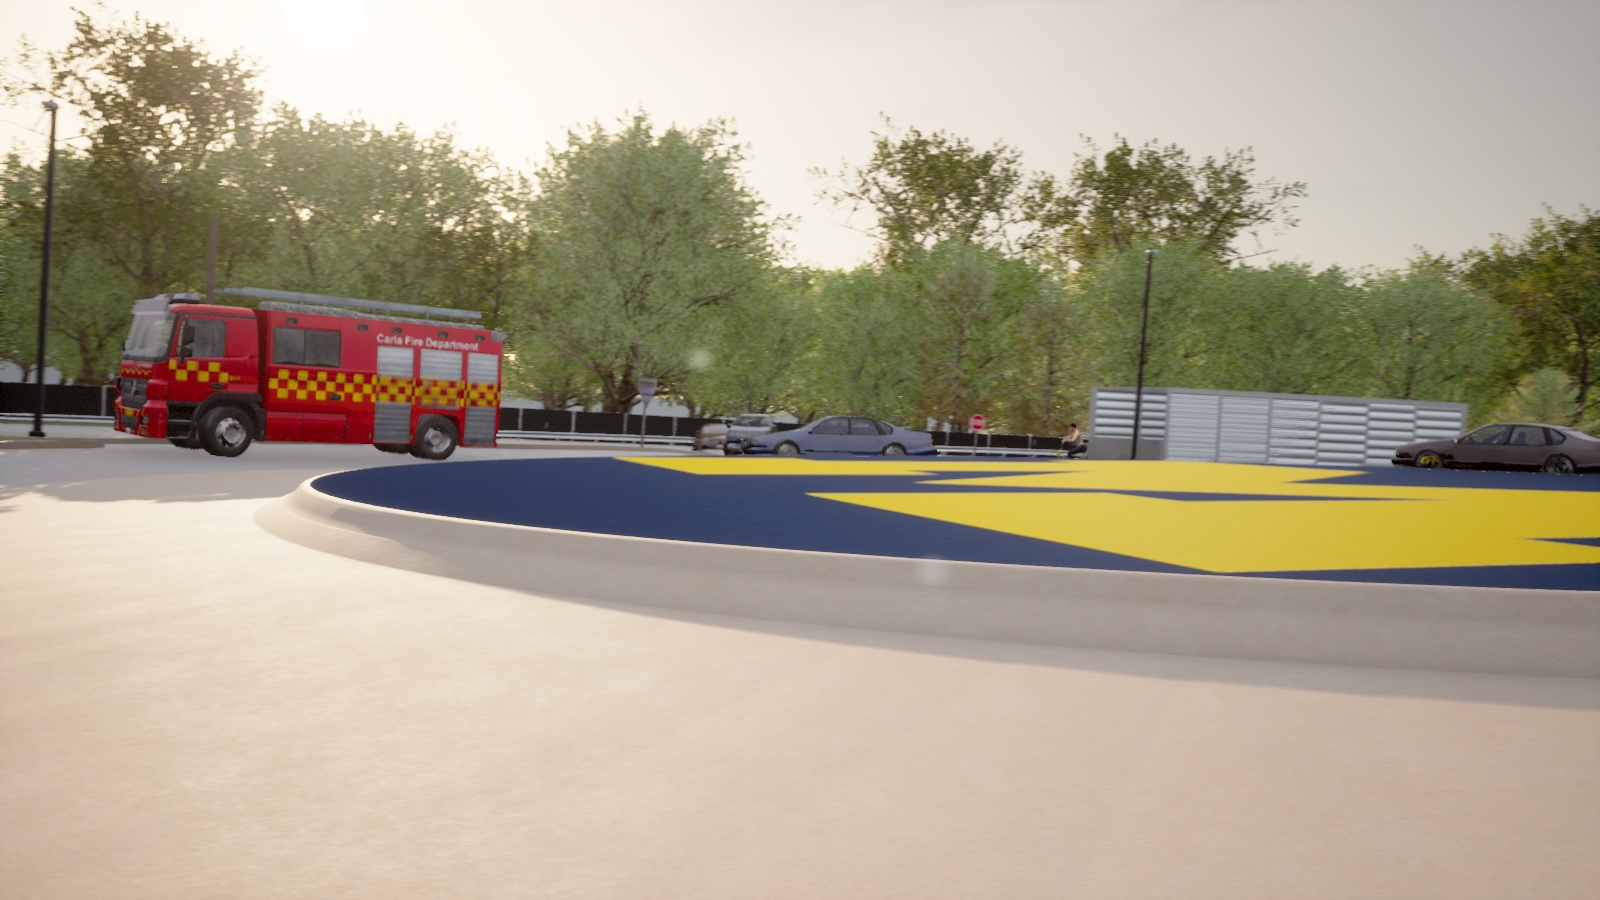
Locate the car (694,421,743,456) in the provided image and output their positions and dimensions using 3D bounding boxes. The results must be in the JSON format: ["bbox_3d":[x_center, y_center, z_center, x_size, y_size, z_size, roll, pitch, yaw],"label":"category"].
[{"bbox_3d":[-4.047,-0.574,61.704,1.812,1.442,4.674,1,3,-11],"label":"car"}]

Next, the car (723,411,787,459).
[{"bbox_3d":[-1.568,-0.503,44.681,1.789,1.549,3.705,3,0,5],"label":"car"}]

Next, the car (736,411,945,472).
[{"bbox_3d":[1.085,-0.198,34.493,5.357,1.411,2.033,2,-3,-14],"label":"car"}]

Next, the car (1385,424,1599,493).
[{"bbox_3d":[17.136,0.206,29.999,2.033,1.411,5.357,3,0,-37],"label":"car"}]

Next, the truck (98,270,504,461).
[{"bbox_3d":[-11.772,-1.865,30.340,8.468,3.827,2.891,2,3,-43],"label":"truck"}]
